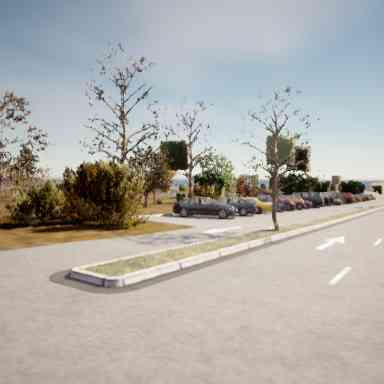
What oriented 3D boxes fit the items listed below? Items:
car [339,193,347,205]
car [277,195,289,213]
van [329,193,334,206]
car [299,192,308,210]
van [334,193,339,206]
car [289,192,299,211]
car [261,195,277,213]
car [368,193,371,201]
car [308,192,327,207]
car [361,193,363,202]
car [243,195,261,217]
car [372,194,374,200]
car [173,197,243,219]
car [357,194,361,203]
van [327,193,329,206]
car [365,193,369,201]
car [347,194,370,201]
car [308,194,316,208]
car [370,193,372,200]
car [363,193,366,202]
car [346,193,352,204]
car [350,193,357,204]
[{"bbox_3d":[21.150,1.343,52.806,5.366,1.575,1.946,1,0,15],"label":"car"},{"bbox_3d":[6.932,1.246,33.125,4.792,1.488,2.163,1,0,16],"label":"car"},{"bbox_3d":[17.631,1.088,47.976,4.442,1.987,1.878,1,0,16],"label":"van"},{"bbox_3d":[10.636,1.125,38.296,4.553,1.767,2.185,1,0,16],"label":"car"},{"bbox_3d":[19.358,1.104,50.402,4.442,1.987,1.878,1,0,15],"label":"van"},{"bbox_3d":[8.848,1.108,35.898,4.553,1.767,2.185,1,0,16],"label":"car"},{"bbox_3d":[4.752,1.193,30.411,5.366,1.575,1.946,1,0,16],"label":"car"},{"bbox_3d":[37.954,1.523,77.225,4.792,1.488,2.163,1,0,14],"label":"car"},{"bbox_3d":[14.036,1.030,43.160,5.566,2.045,2.435,1,0,15],"label":"car"},{"bbox_3d":[31.296,1.311,67.409,4.553,1.767,2.185,1,0,15],"label":"car"},{"bbox_3d":[2.964,1.182,27.603,4.892,1.521,2.231,1,0,16],"label":"car"},{"bbox_3d":[42.578,1.526,84.716,5.366,1.575,1.946,1,0,13],"label":"car"},{"bbox_3d":[0.980,1.163,24.848,4.892,1.521,2.231,1,0,16],"label":"car"},{"bbox_3d":[28.041,1.405,62.510,5.366,1.575,1.946,1,0,15],"label":"car"},{"bbox_3d":[15.906,1.073,45.550,4.442,1.987,1.878,1,0,16],"label":"van"},{"bbox_3d":[36.245,1.509,74.766,4.792,1.488,2.163,1,0,14],"label":"car"},{"bbox_3d":[41.134,1.393,82.196,4.553,1.767,2.185,1,0,13],"label":"car"},{"bbox_3d":[12.332,1.306,40.736,4.674,1.452,2.002,1,0,16],"label":"car"},{"bbox_3d":[39.555,1.506,79.697,5.008,1.535,2.097,1,0,13],"label":"car"},{"bbox_3d":[32.957,1.451,69.854,5.008,1.535,2.097,1,0,15],"label":"car"},{"bbox_3d":[24.450,1.405,57.699,4.792,1.488,2.163,1,0,15],"label":"car"},{"bbox_3d":[26.120,1.139,60.131,5.566,2.045,2.435,1,0,15],"label":"car"}]
